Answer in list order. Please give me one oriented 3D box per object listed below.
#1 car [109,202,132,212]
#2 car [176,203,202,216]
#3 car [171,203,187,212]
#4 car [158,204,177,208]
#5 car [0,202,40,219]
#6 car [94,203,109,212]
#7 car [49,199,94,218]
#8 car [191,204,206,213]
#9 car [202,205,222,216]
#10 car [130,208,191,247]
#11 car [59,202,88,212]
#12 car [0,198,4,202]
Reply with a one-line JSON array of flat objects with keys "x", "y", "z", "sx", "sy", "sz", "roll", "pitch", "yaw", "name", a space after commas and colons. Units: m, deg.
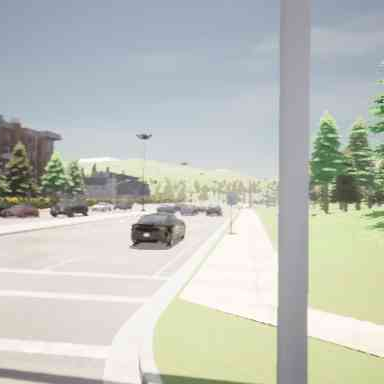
[{"x": -10.992, "y": 2.293, "z": 53.004, "sx": 1.994, "sy": 1.385, "sz": 4.181, "roll": 1, "pitch": -1, "yaw": 9, "name": "car"}, {"x": -0.331, "y": 2.520, "z": 46.643, "sx": 2.033, "sy": 1.411, "sz": 5.357, "roll": 1, "pitch": -1, "yaw": 10, "name": "car"}, {"x": -2.193, "y": 2.689, "z": 57.270, "sx": 1.812, "sy": 1.442, "sz": 4.674, "roll": 1, "pitch": -1, "yaw": 9, "name": "car"}, {"x": -3.751, "y": 2.497, "z": 47.400, "sx": 1.994, "sy": 1.385, "sz": 4.181, "roll": 1, "pitch": -1, "yaw": 10, "name": "car"}, {"x": -17.675, "y": 2.003, "z": 34.382, "sx": 1.994, "sy": 1.385, "sz": 4.181, "roll": 1, "pitch": -1, "yaw": 9, "name": "car"}, {"x": -14.464, "y": 2.422, "z": 53.478, "sx": 1.812, "sy": 1.442, "sz": 4.674, "roll": 1, "pitch": -1, "yaw": 9, "name": "car"}, {"x": -13.633, "y": 1.782, "z": 37.381, "sx": 2.150, "sy": 2.045, "sz": 5.566, "roll": 1, "pitch": 0, "yaw": 9, "name": "car"}, {"x": 1.162, "y": 2.793, "z": 56.108, "sx": 1.895, "sy": 1.301, "sz": 4.718, "roll": 1, "pitch": -1, "yaw": 9, "name": "car"}, {"x": 3.090, "y": 2.503, "z": 45.868, "sx": 2.128, "sy": 1.511, "sz": 4.902, "roll": 1, "pitch": -1, "yaw": 10, "name": "car"}, {"x": -1.596, "y": 1.817, "z": 17.161, "sx": 1.882, "sy": 1.535, "sz": 5.008, "roll": 1, "pitch": -1, "yaw": 10, "name": "car"}, {"x": -18.317, "y": 2.284, "z": 51.722, "sx": 2.128, "sy": 1.511, "sz": 4.902, "roll": 1, "pitch": -1, "yaw": 10, "name": "car"}, {"x": -21.357, "y": 1.585, "z": 33.520, "sx": 2.150, "sy": 2.045, "sz": 5.566, "roll": 1, "pitch": -1, "yaw": 9, "name": "car"}]
